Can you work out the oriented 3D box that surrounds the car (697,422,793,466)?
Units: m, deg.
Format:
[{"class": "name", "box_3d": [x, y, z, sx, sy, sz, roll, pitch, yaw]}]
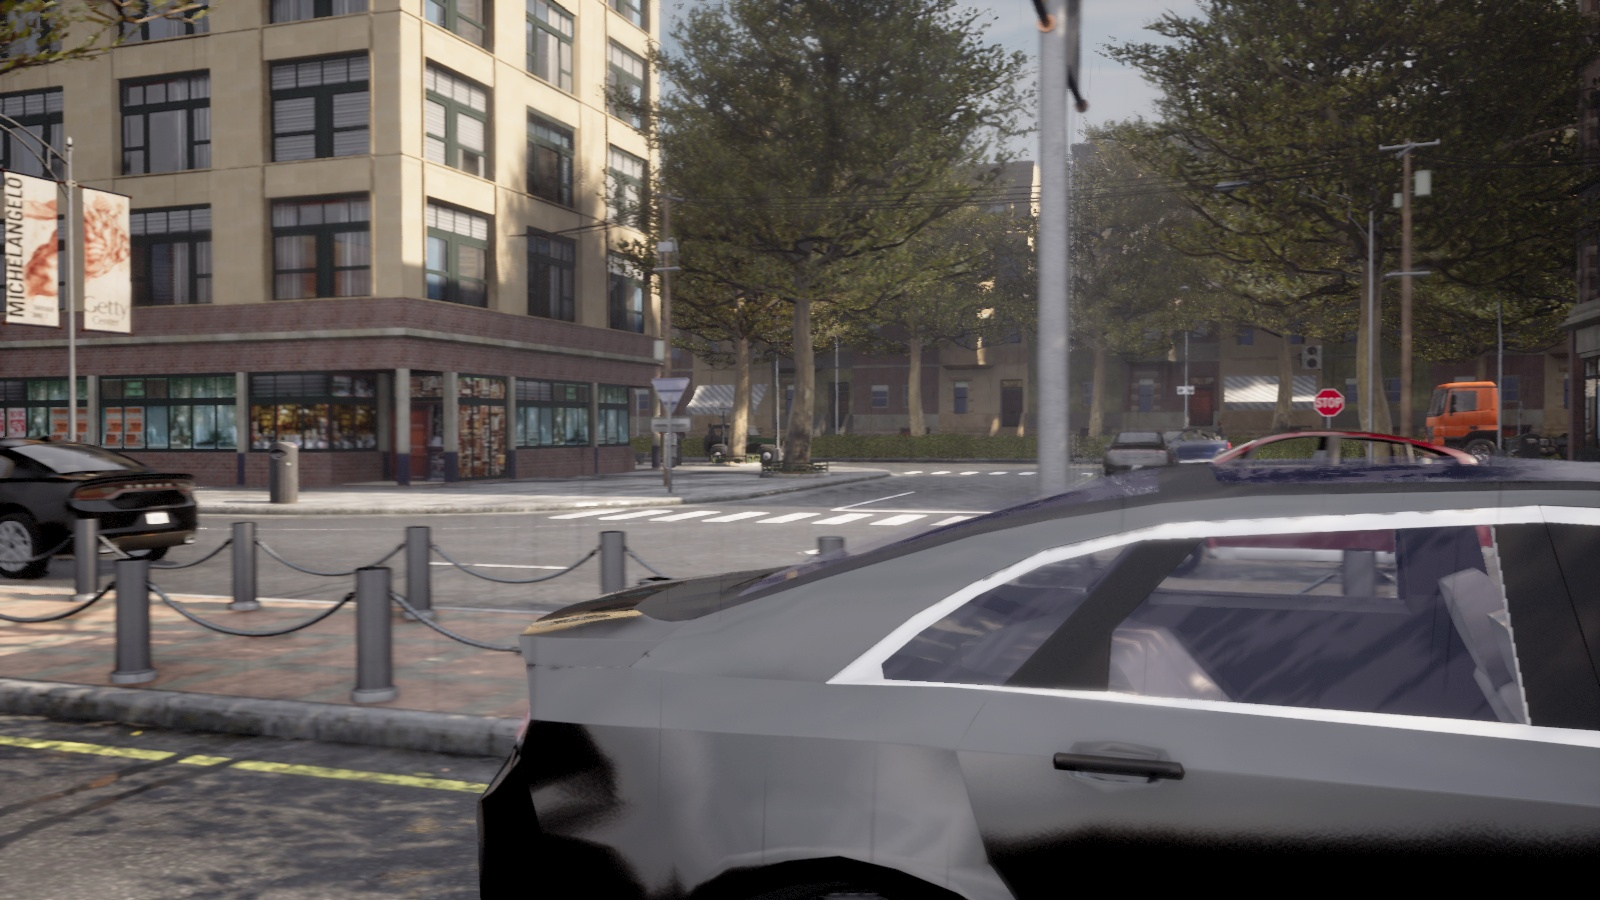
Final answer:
[{"class": "car", "box_3d": [-2.442, -0.287, 56.206, 3.866, 1.878, 1.905, 1, 1, 19]}]

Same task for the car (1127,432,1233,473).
[{"class": "car", "box_3d": [14.942, 0.070, 49.387, 3.705, 1.549, 1.789, 0, 1, -22]}]

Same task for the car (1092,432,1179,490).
[{"class": "car", "box_3d": [9.618, 0.246, 35.746, 2.128, 1.511, 4.902, 1, 1, 18]}]

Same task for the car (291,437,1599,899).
[{"class": "car", "box_3d": [1.693, 0.747, 2.623, 4.902, 1.511, 2.128, 1, 1, 19]}]

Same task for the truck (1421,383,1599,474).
[{"class": "truck", "box_3d": [29.019, -0.838, 49.355, 7.936, 3.462, 2.891, 0, 1, 19]}]

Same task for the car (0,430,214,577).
[{"class": "car", "box_3d": [-9.660, 0.529, 14.883, 5.008, 1.535, 1.882, 1, 1, 19]}]

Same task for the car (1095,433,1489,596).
[{"class": "car", "box_3d": [5.179, 0.607, 13.583, 3.705, 1.549, 1.789, 1, 1, 19]}]
